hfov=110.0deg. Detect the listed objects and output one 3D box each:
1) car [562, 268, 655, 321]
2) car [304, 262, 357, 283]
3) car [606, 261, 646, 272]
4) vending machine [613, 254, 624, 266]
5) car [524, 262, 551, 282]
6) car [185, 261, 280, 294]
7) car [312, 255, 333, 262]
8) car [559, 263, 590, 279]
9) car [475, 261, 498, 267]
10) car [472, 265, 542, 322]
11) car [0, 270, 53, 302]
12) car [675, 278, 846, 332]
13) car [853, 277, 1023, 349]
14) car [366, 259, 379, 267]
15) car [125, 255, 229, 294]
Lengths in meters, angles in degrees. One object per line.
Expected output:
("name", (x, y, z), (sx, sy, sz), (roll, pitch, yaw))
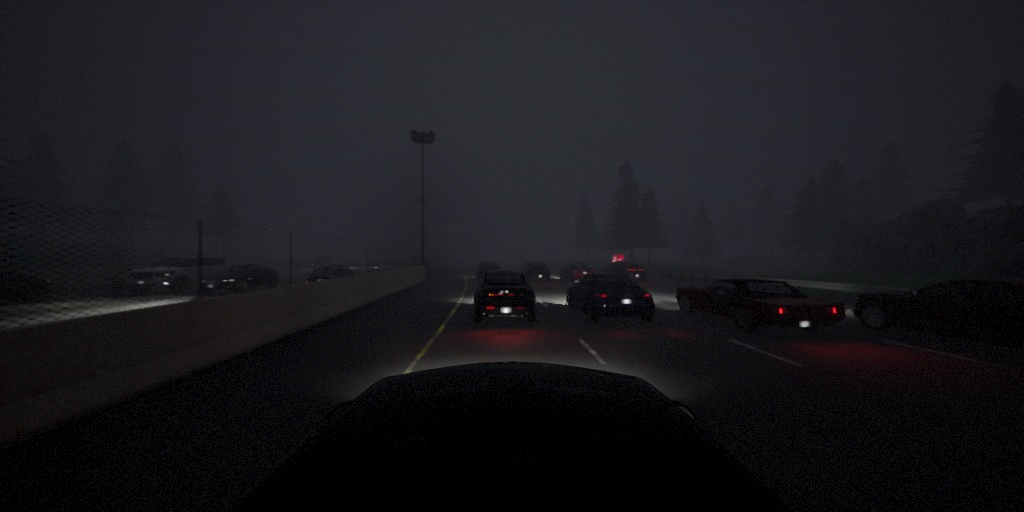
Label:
("car", (3.201, 1.279, 12.341), (1.994, 1.385, 4.181), (0, 0, -3))
("car", (-11.994, 1.280, 23.805), (1.994, 1.385, 4.181), (0, 0, -7))
("car", (8.762, 1.164, 28.345), (1.837, 1.490, 4.892), (0, 0, -7))
("vending machine", (11.972, 0.816, 40.212), (1.100, 2.100, 0.880), (0, 0, -10))
("car", (1.730, 1.180, 28.115), (1.837, 1.490, 4.892), (0, 0, -7))
("car", (-15.115, 1.225, 20.152), (2.128, 1.511, 4.902), (0, 0, -5))
("car", (-29.495, 0.886, 56.008), (2.150, 2.045, 5.566), (0, 0, -17))
("car", (5.163, 1.230, 28.775), (1.994, 1.385, 4.181), (0, 0, -7))
("car", (-1.971, 1.157, 29.446), (1.882, 1.535, 5.008), (0, 0, -8))
("car", (-0.291, 1.227, 12.192), (1.837, 1.490, 4.892), (0, 0, -3))
("car", (-21.674, 1.287, 14.316), (1.812, 1.442, 4.674), (0, 0, -4))
("car", (6.814, 1.312, 10.679), (1.895, 1.301, 4.718), (0, 0, -2))
("car", (10.396, 1.189, 7.791), (1.882, 1.535, 5.008), (0, 1, -2))
("car", (-23.432, 1.228, 60.334), (2.033, 1.411, 5.357), (0, 0, -19))
("car", (-18.662, 0.961, 20.572), (2.150, 2.045, 5.566), (0, 0, -6))
